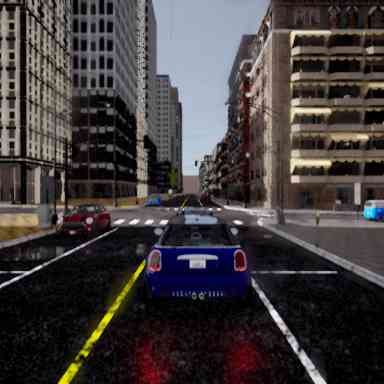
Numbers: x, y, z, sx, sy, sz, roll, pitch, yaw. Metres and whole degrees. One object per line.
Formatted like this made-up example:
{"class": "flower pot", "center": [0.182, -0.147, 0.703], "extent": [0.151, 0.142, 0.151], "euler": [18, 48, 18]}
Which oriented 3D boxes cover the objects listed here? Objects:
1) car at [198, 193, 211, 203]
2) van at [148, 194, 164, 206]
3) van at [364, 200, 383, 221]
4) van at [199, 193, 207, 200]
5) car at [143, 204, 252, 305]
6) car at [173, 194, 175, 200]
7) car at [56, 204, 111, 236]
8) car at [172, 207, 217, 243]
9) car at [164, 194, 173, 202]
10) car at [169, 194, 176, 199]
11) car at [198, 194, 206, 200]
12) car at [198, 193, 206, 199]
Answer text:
{"class": "car", "center": [2.740, 1.144, 66.910], "extent": [2.192, 1.841, 5.009], "euler": [0, 0, 0]}
{"class": "van", "center": [-5.653, 1.207, 50.262], "extent": [1.690, 1.788, 3.998], "euler": [0, 0, 0]}
{"class": "van", "center": [16.951, 1.623, 28.504], "extent": [3.998, 1.788, 1.690], "euler": [1, -1, 0]}
{"class": "van", "center": [2.753, 1.135, 83.562], "extent": [1.690, 1.788, 3.998], "euler": [0, 0, 0]}
{"class": "car", "center": [0.105, 1.328, 8.203], "extent": [2.097, 1.767, 4.553], "euler": [0, 0, 0]}
{"class": "car", "center": [-5.623, 1.223, 89.118], "extent": [1.967, 1.590, 4.097], "euler": [0, 0, 0]}
{"class": "car", "center": [-5.678, 1.390, 17.788], "extent": [1.967, 1.590, 4.097], "euler": [0, 0, 0]}
{"class": "car", "center": [0.113, 1.516, 16.662], "extent": [1.994, 1.385, 4.181], "euler": [0, 0, 0]}
{"class": "car", "center": [-5.636, 1.343, 72.296], "extent": [1.752, 1.417, 4.829], "euler": [0, 0, 0]}
{"class": "car", "center": [-5.619, 1.298, 94.499], "extent": [1.752, 1.417, 4.829], "euler": [0, 0, 0]}
{"class": "car", "center": [2.758, 1.334, 89.113], "extent": [2.008, 1.369, 4.403], "euler": [0, 0, 0]}
{"class": "car", "center": [2.761, 1.087, 94.664], "extent": [2.192, 1.841, 5.009], "euler": [0, 0, 0]}
